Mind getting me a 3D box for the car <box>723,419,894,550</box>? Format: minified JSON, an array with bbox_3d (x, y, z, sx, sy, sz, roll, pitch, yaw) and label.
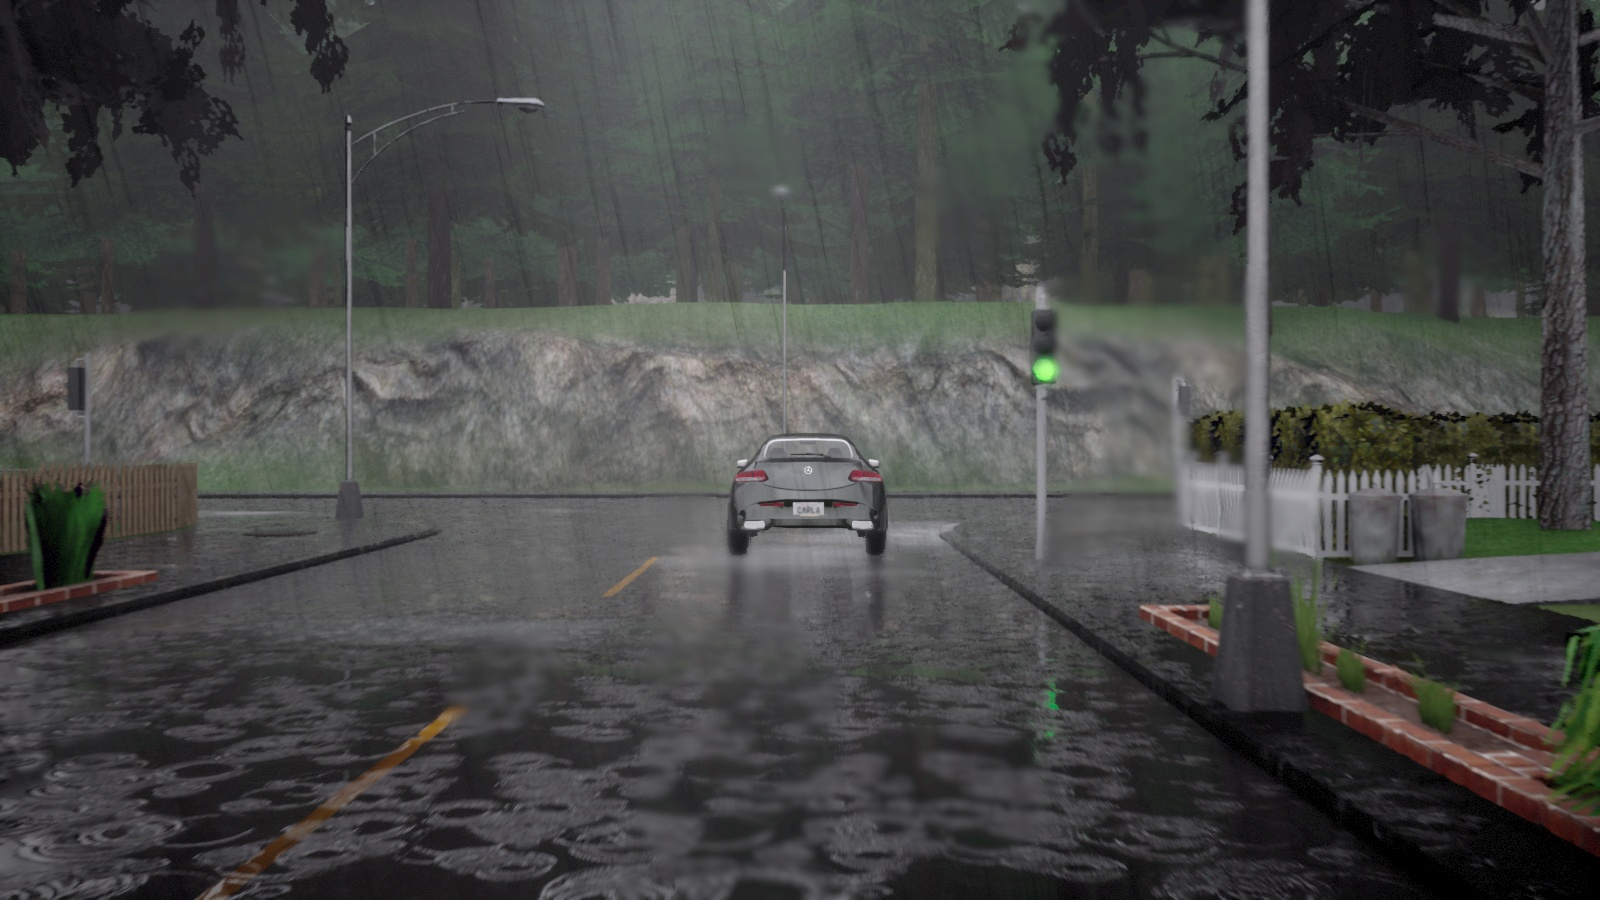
[{"bbox_3d":[0.120,0.422,18.352,2.152,1.651,5.027,0,0,0],"label":"car"}]
